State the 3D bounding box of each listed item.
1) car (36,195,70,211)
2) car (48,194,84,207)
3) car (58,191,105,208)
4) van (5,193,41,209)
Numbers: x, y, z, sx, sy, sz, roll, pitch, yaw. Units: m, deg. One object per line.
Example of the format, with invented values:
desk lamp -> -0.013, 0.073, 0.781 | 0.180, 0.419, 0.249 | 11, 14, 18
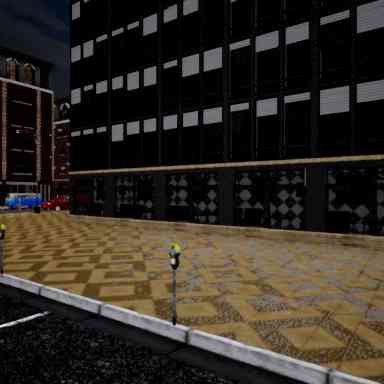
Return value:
car -> -13.495, 1.269, 35.083 | 1.887, 1.381, 4.507 | 1, 1, 35
car -> -16.737, 1.079, 44.207 | 1.967, 1.590, 4.097 | 1, 1, 35
car -> -14.286, 0.858, 43.428 | 2.150, 2.045, 5.566 | 0, 1, 35
van -> -19.972, 1.050, 39.566 | 1.690, 1.788, 3.998 | 1, 1, 35
